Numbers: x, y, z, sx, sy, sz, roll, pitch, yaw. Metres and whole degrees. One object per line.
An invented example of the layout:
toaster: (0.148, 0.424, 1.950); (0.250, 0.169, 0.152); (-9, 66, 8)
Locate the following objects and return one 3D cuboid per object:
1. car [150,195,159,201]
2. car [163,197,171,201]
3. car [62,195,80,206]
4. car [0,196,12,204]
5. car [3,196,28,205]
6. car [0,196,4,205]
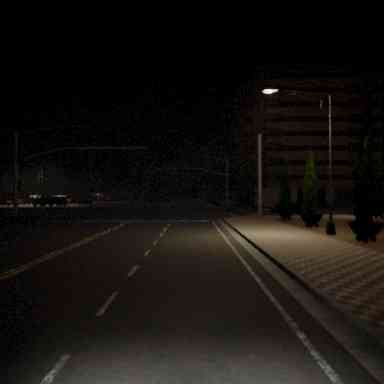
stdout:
car: (-10.535, 1.825, 93.645); (2.150, 2.045, 5.566); (0, -1, 0)
car: (-7.035, 2.078, 93.673); (1.882, 1.535, 5.008); (0, -1, 0)
car: (-30.241, 2.185, 83.057); (1.970, 1.475, 3.806); (0, -1, 0)
car: (-47.139, 1.942, 83.022); (1.932, 1.855, 4.605); (0, -1, 0)
car: (-36.057, 2.042, 67.974); (1.970, 1.475, 3.806); (0, -1, 0)
car: (-38.952, 2.010, 67.984); (1.784, 1.438, 3.905); (0, -1, 0)
